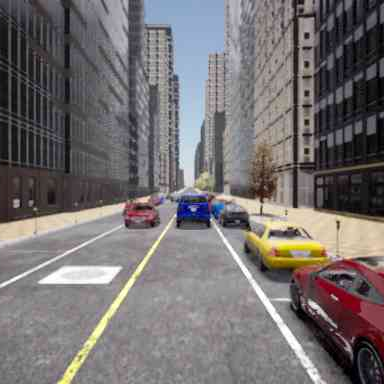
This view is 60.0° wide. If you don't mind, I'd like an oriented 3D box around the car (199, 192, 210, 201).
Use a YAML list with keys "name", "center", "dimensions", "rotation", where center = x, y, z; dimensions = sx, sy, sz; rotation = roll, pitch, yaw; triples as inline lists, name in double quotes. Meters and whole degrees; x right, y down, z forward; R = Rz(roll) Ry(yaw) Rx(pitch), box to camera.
- name: "car"
  center: [2.668, 0.975, 73.066]
  dimensions: [2.192, 1.841, 5.009]
  rotation: [0, 0, 0]

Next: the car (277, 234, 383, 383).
- name: "car"
  center: [2.688, 1.564, 4.700]
  dimensions: [1.802, 1.307, 4.206]
  rotation: [0, 0, 0]

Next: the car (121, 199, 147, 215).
- name: "car"
  center: [-5.700, 1.448, 33.186]
  dimensions: [1.802, 1.307, 4.206]
  rotation: [0, 0, 0]

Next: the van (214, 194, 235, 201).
- name: "van"
  center: [2.682, 1.235, 27.489]
  dimensions: [1.690, 1.788, 3.998]
  rotation: [0, 0, 0]

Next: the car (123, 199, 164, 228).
- name: "car"
  center: [-3.105, 1.445, 21.538]
  dimensions: [1.812, 1.442, 4.674]
  rotation: [0, 0, 0]

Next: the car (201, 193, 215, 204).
- name: "car"
  center: [2.673, 1.068, 55.975]
  dimensions: [2.192, 1.841, 5.009]
  rotation: [0, 0, 0]

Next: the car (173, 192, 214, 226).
- name: "car"
  center: [0.095, 1.139, 22.506]
  dimensions: [2.150, 2.045, 5.566]
  rotation: [0, 0, 0]

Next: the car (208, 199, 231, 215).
- name: "car"
  center: [2.680, 1.411, 33.188]
  dimensions: [1.887, 1.381, 4.507]
  rotation: [0, 0, 0]

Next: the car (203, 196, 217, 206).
- name: "car"
  center: [2.675, 1.306, 50.448]
  dimensions: [1.752, 1.417, 4.829]
  rotation: [0, 0, 0]

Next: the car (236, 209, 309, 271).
- name: "car"
  center: [2.686, 1.486, 10.567]
  dimensions: [1.752, 1.417, 4.829]
  rotation: [0, 0, 0]

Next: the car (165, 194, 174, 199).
- name: "car"
  center: [-5.716, 1.156, 84.462]
  dimensions: [1.947, 1.339, 4.313]
  rotation: [0, 0, 0]

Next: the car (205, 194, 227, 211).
- name: "car"
  center: [2.678, 1.153, 38.884]
  dimensions: [2.192, 1.841, 5.009]
  rotation: [0, 0, 0]

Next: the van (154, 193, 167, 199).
- name: "van"
  center: [-5.707, 1.093, 55.974]
  dimensions: [1.690, 1.788, 3.998]
  rotation: [0, 0, 0]

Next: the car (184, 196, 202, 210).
- name: "car"
  center: [0.089, 1.317, 41.483]
  dimensions: [2.128, 1.511, 4.902]
  rotation: [0, 0, 0]

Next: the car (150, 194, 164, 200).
- name: "car"
  center: [-5.706, 1.363, 50.276]
  dimensions: [1.802, 1.307, 4.206]
  rotation: [0, 0, 0]

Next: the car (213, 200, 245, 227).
- name: "car"
  center: [2.683, 1.469, 21.792]
  dimensions: [2.008, 1.369, 4.403]
  rotation: [0, 0, 0]

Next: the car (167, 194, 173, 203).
- name: "car"
  center: [-3.050, 1.211, 62.716]
  dimensions: [2.128, 1.511, 4.902]
  rotation: [0, 0, 1]
